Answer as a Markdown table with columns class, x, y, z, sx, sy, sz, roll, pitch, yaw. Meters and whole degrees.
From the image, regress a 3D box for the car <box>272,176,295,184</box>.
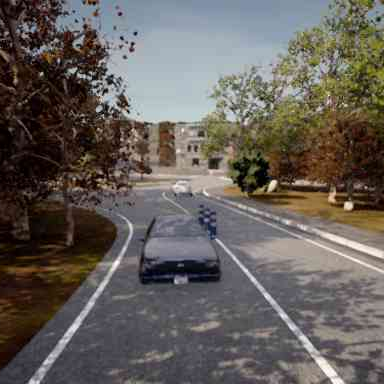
| class | x | y | z | sx | sy | sz | roll | pitch | yaw |
| --- | --- | --- | --- | --- | --- | --- | --- | --- | --- |
| car | 14.913 | -2.134 | 55.392 | 4.892 | 1.490 | 1.837 | 3 | 4 | -9 |

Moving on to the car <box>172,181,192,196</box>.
| class | x | y | z | sx | sy | sz | roll | pitch | yaw |
| --- | --- | --- | --- | --- | --- | --- | --- | --- | --- |
| car | -1.075 | -0.472 | 35.445 | 1.812 | 1.442 | 4.674 | -1 | 5 | -6 |

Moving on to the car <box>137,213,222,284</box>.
| class | x | y | z | sx | sy | sz | roll | pitch | yaw |
| --- | --- | --- | --- | --- | --- | --- | --- | --- | --- |
| car | -0.453 | 1.347 | 9.467 | 2.033 | 1.411 | 5.357 | 0 | 2 | -5 |

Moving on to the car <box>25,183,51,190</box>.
| class | x | y | z | sx | sy | sz | roll | pitch | yaw |
| --- | --- | --- | --- | --- | --- | --- | --- | --- | --- |
| car | -18.843 | -0.835 | 38.843 | 4.892 | 1.490 | 1.837 | 1 | 7 | 8 |
